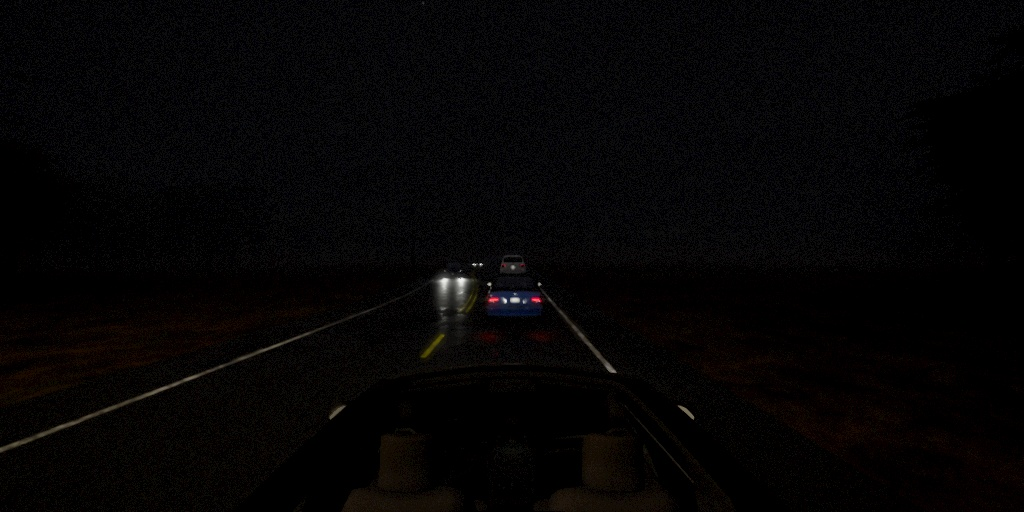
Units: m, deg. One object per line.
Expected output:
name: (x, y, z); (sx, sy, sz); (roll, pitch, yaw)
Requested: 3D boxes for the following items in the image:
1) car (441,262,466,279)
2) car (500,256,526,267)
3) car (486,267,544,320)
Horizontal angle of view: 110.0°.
car: (-5.380, 1.284, 33.277); (1.812, 1.442, 4.674); (0, 0, -7)
car: (0.085, 0.980, 32.082); (2.150, 2.045, 5.566); (0, 0, 0)
car: (0.088, 1.303, 12.687); (2.033, 1.411, 5.357); (0, 0, 0)
